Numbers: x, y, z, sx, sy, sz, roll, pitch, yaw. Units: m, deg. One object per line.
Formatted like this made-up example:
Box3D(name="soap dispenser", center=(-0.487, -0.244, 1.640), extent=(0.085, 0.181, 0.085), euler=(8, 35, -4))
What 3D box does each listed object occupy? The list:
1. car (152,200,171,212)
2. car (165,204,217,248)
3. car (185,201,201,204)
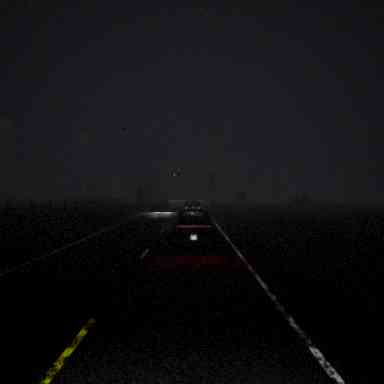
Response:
Box3D(name="car", center=(-3.615, 1.667, 40.474), extent=(1.994, 1.385, 4.181), euler=(0, 0, 0))
Box3D(name="car", center=(0.074, 1.535, 15.060), extent=(2.128, 1.511, 4.902), euler=(0, 0, 0))
Box3D(name="car", center=(0.067, 1.573, 30.681), extent=(2.128, 1.511, 4.902), euler=(0, 0, 0))
